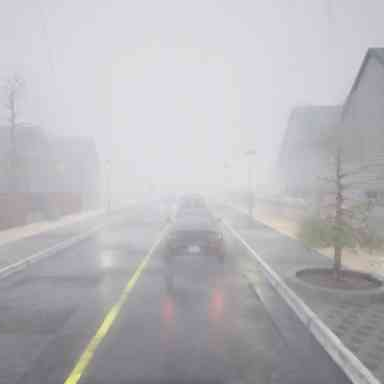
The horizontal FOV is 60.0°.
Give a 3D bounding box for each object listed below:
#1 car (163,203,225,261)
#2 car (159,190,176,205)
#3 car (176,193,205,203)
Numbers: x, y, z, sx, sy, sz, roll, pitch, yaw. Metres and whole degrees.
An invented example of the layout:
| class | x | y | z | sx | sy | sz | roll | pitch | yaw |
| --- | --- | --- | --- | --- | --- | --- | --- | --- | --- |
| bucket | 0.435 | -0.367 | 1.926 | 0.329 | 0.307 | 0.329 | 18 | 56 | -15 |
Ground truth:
| class | x | y | z | sx | sy | sz | roll | pitch | yaw |
| --- | --- | --- | --- | --- | --- | --- | --- | --- | --- |
| car | 0.065 | 1.314 | 11.200 | 1.812 | 1.442 | 4.674 | 0 | 1 | 0 |
| car | -2.883 | 0.646 | 41.138 | 2.097 | 1.767 | 4.553 | 0 | 1 | 0 |
| car | 0.050 | 0.847 | 27.920 | 2.097 | 1.767 | 4.553 | 0 | 1 | 0 |
